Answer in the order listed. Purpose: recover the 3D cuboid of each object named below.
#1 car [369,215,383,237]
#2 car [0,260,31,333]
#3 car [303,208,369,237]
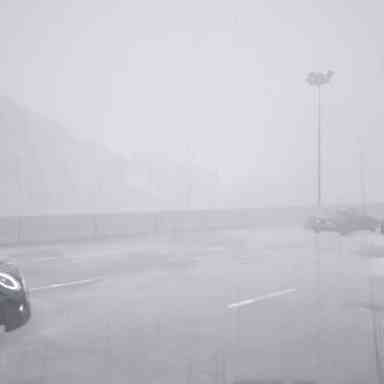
[{"bbox_3d":[10.808,1.511,15.752,4.902,1.511,2.128,0,0,-35],"label":"car"},{"bbox_3d":[-4.796,1.350,4.624,4.553,1.767,2.097,0,0,-35],"label":"car"},{"bbox_3d":[8.419,1.566,18.349,5.357,1.411,2.033,0,0,-35],"label":"car"}]
